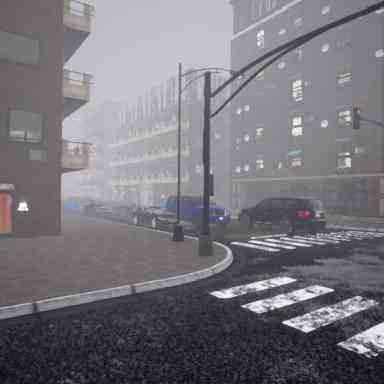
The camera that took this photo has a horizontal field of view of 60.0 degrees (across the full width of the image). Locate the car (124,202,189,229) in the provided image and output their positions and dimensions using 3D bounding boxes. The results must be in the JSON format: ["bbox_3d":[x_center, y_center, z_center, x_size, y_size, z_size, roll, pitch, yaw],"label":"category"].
[{"bbox_3d":[-2.402,1.540,21.630,2.008,1.369,4.403,1,-1,-35],"label":"car"}]

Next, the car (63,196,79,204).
[{"bbox_3d":[-24.582,1.614,67.512,1.967,1.590,4.097,1,-1,-35],"label":"car"}]

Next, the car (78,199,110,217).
[{"bbox_3d":[-8.772,1.592,30.829,1.802,1.307,4.206,1,-1,-35],"label":"car"}]

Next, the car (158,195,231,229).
[{"bbox_3d":[0.183,1.240,22.234,2.150,2.045,5.566,1,-1,-35],"label":"car"}]

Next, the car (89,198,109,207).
[{"bbox_3d":[-15.030,1.730,53.713,1.802,1.307,4.206,1,-1,-35],"label":"car"}]

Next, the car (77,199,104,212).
[{"bbox_3d":[-12.376,1.584,40.393,1.812,1.442,4.674,1,-1,-35],"label":"car"}]

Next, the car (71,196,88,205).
[{"bbox_3d":[-21.398,1.606,62.913,1.967,1.590,4.097,1,-1,-35],"label":"car"}]

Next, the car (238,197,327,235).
[{"bbox_3d":[5.087,1.292,19.370,2.150,2.045,5.566,0,0,-31],"label":"car"}]

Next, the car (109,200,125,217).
[{"bbox_3d":[-5.561,1.638,30.518,1.895,1.301,4.718,1,-1,-35],"label":"car"}]

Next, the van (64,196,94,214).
[{"bbox_3d":[-11.954,1.361,35.431,1.690,1.788,3.998,1,-1,-35],"label":"van"}]

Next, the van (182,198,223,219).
[{"bbox_3d":[0.893,1.439,30.717,1.690,1.788,3.998,1,-1,-35],"label":"van"}]

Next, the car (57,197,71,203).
[{"bbox_3d":[-27.768,1.727,72.111,1.887,1.381,4.507,1,-1,-35],"label":"car"}]

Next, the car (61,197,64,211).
[{"bbox_3d":[-15.140,1.581,40.029,2.008,1.369,4.403,1,-1,-35],"label":"car"}]

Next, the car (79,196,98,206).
[{"bbox_3d":[-18.214,1.597,58.313,1.967,1.590,4.097,1,-1,-35],"label":"car"}]
